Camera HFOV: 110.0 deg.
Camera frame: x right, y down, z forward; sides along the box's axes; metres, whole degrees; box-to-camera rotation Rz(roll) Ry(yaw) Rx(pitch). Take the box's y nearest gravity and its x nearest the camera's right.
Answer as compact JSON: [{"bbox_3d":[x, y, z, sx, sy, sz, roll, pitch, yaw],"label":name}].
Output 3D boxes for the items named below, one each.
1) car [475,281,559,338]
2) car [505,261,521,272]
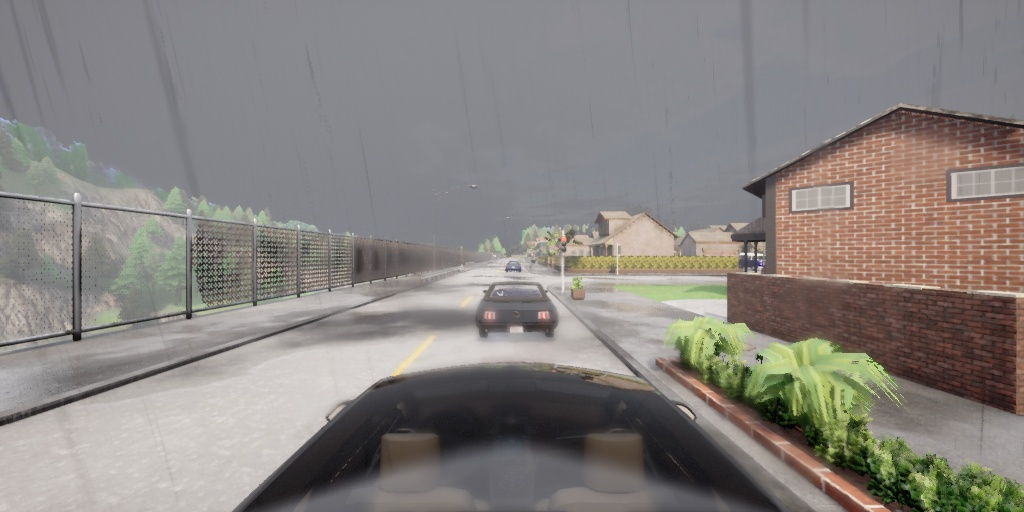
[{"bbox_3d":[0.115,1.351,10.184,1.895,1.301,4.718,0,0,0],"label":"car"},{"bbox_3d":[0.184,1.314,45.437,1.994,1.385,4.181,0,0,0],"label":"car"}]
